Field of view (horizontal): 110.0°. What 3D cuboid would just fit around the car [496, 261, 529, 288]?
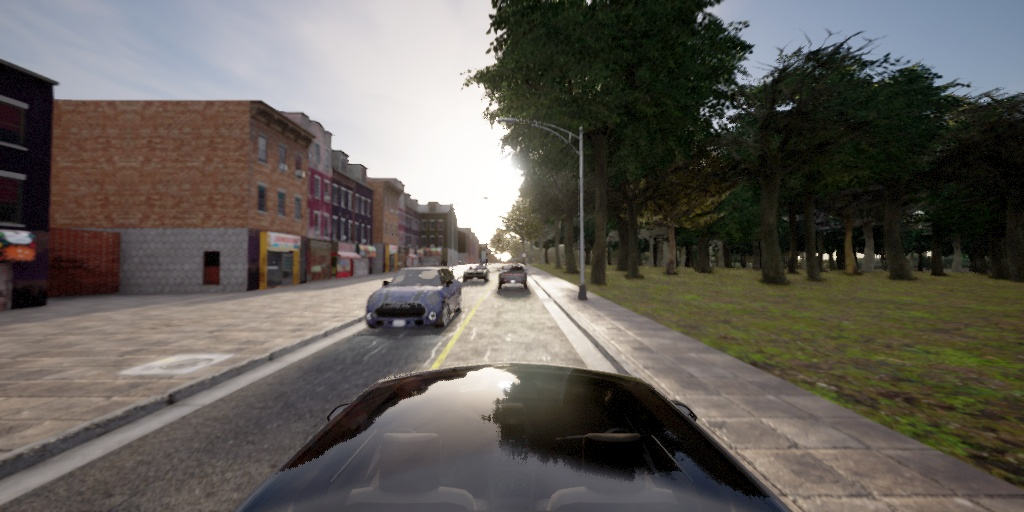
[{"bbox_3d":[0.040,1.276,23.891,1.837,1.490,4.892,0,0,0],"label":"car"}]

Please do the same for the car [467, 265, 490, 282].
[{"bbox_3d":[-2.826,1.387,29.422,1.895,1.301,4.718,0,0,0],"label":"car"}]

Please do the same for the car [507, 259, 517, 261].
[{"bbox_3d":[-0.031,1.173,48.495,2.097,1.767,4.553,0,0,0],"label":"car"}]

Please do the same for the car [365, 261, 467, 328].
[{"bbox_3d":[-2.868,1.115,11.338,2.097,1.767,4.553,0,0,0],"label":"car"}]
